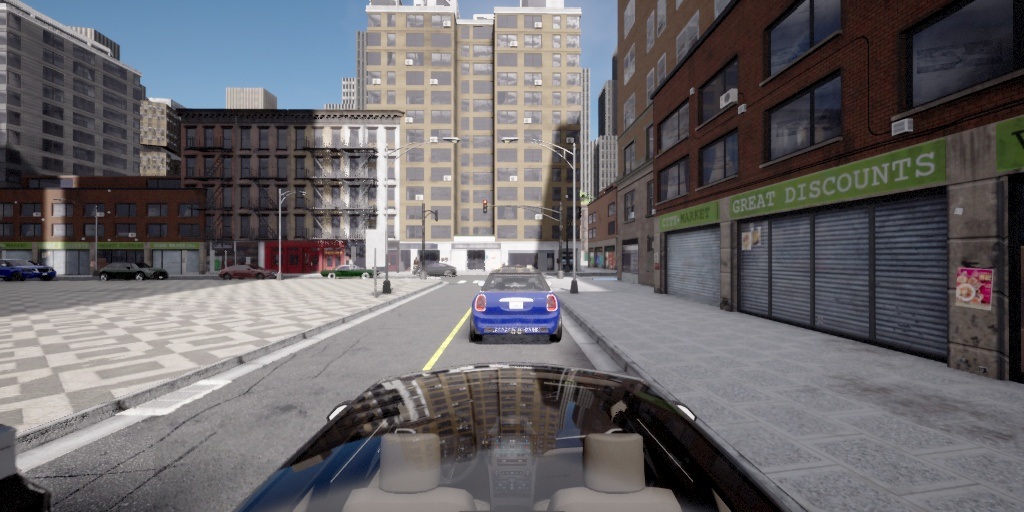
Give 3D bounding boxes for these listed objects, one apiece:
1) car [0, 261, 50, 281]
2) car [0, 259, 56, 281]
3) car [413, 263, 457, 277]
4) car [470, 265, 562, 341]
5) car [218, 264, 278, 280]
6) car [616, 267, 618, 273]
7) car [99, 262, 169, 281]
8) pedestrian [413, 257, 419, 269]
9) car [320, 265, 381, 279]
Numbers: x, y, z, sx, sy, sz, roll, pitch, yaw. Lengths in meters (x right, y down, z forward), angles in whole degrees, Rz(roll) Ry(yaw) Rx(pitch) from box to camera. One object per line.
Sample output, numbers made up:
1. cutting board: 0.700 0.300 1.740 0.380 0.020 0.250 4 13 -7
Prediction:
1. car: -48.330 1.418 34.639 4.553 1.767 2.097 0 0 -1
2. car: -43.908 1.256 31.551 5.566 2.045 2.150 0 0 0
3. car: -7.525 1.360 35.251 4.181 1.385 1.994 0 0 -1
4. car: 0.085 1.101 9.979 2.097 1.767 4.553 0 0 0
5. car: -23.339 1.433 31.829 4.674 1.442 1.812 0 0 -1
6. car: 12.800 1.114 35.559 4.892 1.490 1.837 -2 0 -1
7. car: -33.287 1.323 31.671 4.553 1.767 2.097 0 0 -1
8. pedestrian: -10.244 0.969 38.247 0.375 1.860 0.375 0 0 -1
9. car: -14.269 1.442 31.948 4.718 1.301 1.895 0 0 -1
